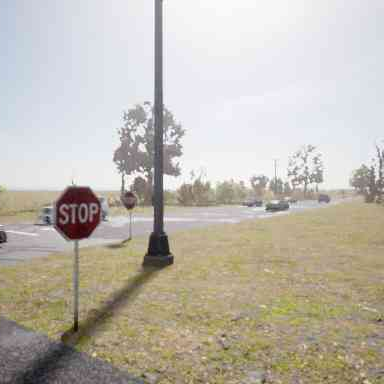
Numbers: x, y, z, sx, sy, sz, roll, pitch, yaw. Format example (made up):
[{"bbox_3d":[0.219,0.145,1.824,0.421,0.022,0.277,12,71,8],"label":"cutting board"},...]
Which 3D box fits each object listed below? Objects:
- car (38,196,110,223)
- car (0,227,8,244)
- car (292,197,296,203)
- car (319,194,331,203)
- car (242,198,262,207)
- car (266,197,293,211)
[{"bbox_3d":[-8.953,1.318,25.803,2.150,2.045,5.566,0,0,34],"label":"car"},{"bbox_3d":[-9.378,1.583,12.632,1.994,1.385,4.181,0,0,34],"label":"car"},{"bbox_3d":[20.264,1.751,69.215,1.994,1.385,4.181,0,0,34],"label":"car"},{"bbox_3d":[31.056,1.453,77.893,2.150,2.045,5.566,0,0,28],"label":"car"},{"bbox_3d":[9.683,1.655,53.494,1.882,1.535,5.008,0,0,34],"label":"car"},{"bbox_3d":[11.169,1.715,43.143,1.994,1.385,4.181,0,0,34],"label":"car"}]
